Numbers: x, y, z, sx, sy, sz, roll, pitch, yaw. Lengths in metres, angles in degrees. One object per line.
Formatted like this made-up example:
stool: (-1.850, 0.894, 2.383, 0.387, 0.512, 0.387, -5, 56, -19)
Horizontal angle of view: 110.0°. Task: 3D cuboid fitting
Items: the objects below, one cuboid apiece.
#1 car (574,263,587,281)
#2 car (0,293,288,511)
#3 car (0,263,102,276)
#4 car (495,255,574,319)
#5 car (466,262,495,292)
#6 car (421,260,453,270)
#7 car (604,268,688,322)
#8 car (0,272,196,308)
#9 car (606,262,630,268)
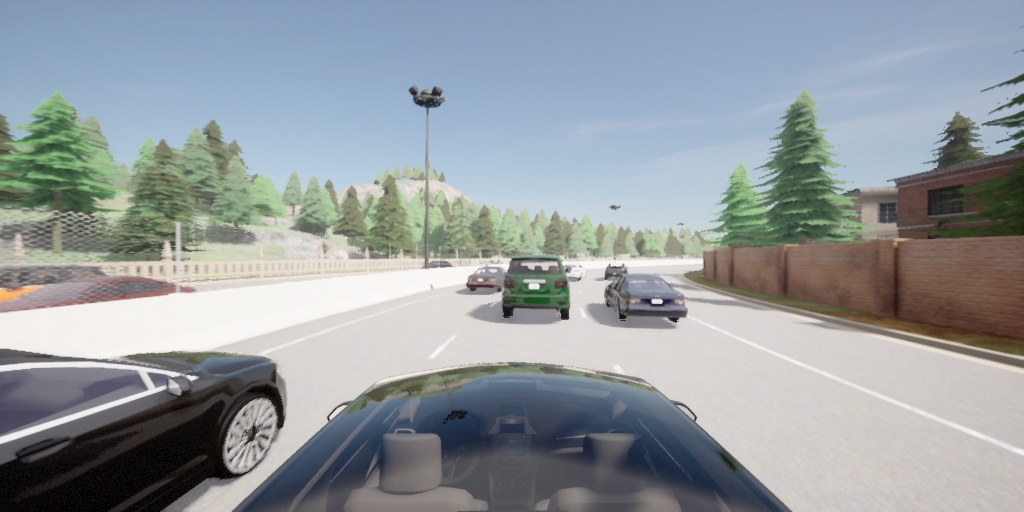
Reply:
car: (5.254, 1.325, 30.934, 1.812, 1.442, 4.674, 0, 0, 18)
car: (-3.279, 1.226, 1.809, 2.128, 1.511, 4.902, 0, 0, 0)
car: (-13.585, 1.042, 9.585, 2.097, 1.767, 4.553, 0, 0, 5)
car: (0.991, 0.986, 13.146, 2.150, 2.045, 5.566, 0, 0, 7)
car: (-1.123, 1.308, 21.354, 2.033, 1.411, 5.357, 0, 0, 13)
car: (-8.952, 1.245, 43.133, 1.837, 1.490, 4.892, 0, 0, 23)
car: (4.412, 1.328, 12.556, 2.033, 1.411, 5.357, 0, 0, 8)
car: (-10.181, 1.231, 8.660, 1.812, 1.442, 4.674, 0, 0, 5)
car: (9.532, 1.313, 32.469, 2.128, 1.511, 4.902, 0, 0, 21)
